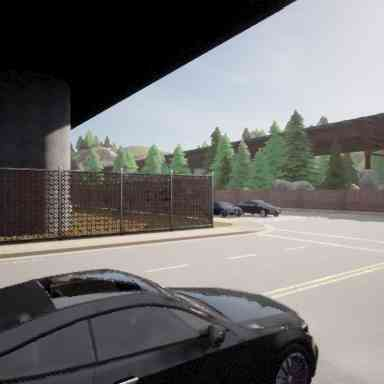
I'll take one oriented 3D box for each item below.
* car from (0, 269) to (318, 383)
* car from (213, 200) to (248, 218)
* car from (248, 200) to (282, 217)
[{"bbox_3d":[-0.761,1.526,3.204,4.674,1.442,1.812,0,0,-35],"label":"car"},{"bbox_3d":[2.738,1.564,30.522,1.994,1.385,4.181,0,0,-36],"label":"car"},{"bbox_3d":[6.253,1.505,31.631,1.837,1.490,4.892,0,0,-36],"label":"car"}]
